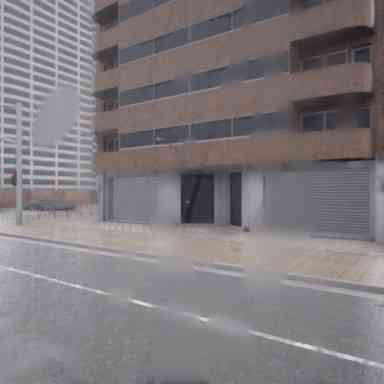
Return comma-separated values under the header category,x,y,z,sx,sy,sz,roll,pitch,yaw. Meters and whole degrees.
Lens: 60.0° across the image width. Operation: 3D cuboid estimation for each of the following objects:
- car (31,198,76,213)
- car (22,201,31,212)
category,x,y,z,sx,sy,sz,roll,pitch,yaw
car,-15.287,1.553,37.497,1.994,1.385,4.181,0,0,35
car,-18.098,1.493,39.586,1.837,1.490,4.892,0,0,35
